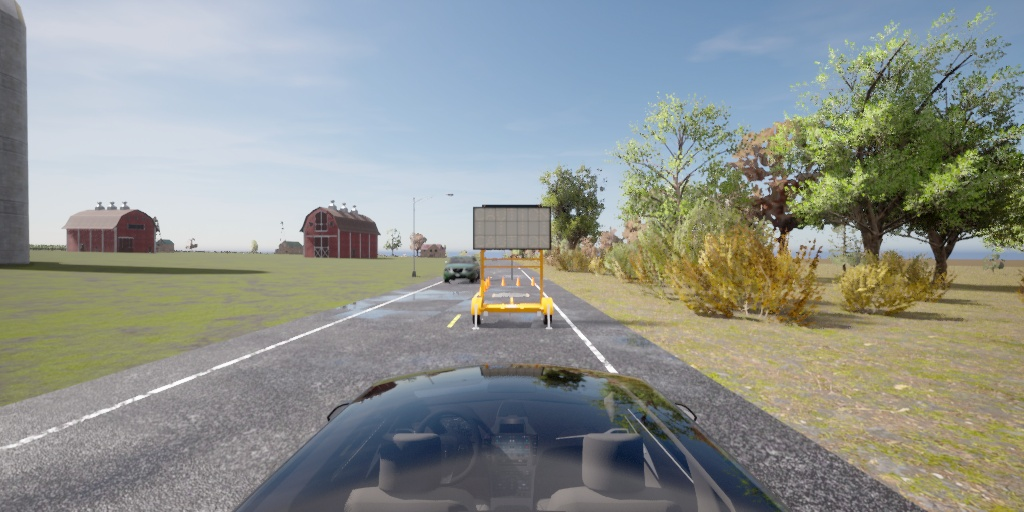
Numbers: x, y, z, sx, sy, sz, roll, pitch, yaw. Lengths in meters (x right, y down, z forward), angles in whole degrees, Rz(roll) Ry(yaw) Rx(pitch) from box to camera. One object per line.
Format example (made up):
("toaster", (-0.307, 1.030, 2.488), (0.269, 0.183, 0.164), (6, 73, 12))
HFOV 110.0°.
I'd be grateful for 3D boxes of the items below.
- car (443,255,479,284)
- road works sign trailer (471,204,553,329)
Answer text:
("car", (-3.727, 0.964, 27.184), (2.150, 2.045, 5.566), (0, 0, -1))
("road works sign trailer", (-0.001, 0.211, 11.169), (2.380, 3.560, 2.880), (0, 0, -1))
